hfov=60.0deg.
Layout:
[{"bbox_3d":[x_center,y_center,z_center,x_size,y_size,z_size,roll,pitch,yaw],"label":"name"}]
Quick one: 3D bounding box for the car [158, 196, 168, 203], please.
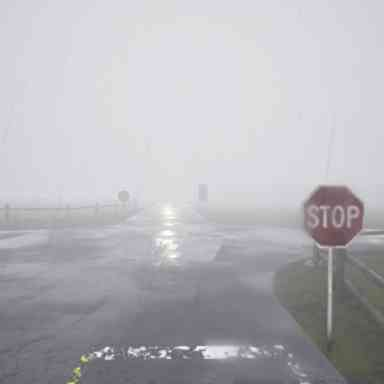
[{"bbox_3d":[-5.847,1.502,66.707,1.812,1.442,4.674,0,0,-5],"label":"car"}]
